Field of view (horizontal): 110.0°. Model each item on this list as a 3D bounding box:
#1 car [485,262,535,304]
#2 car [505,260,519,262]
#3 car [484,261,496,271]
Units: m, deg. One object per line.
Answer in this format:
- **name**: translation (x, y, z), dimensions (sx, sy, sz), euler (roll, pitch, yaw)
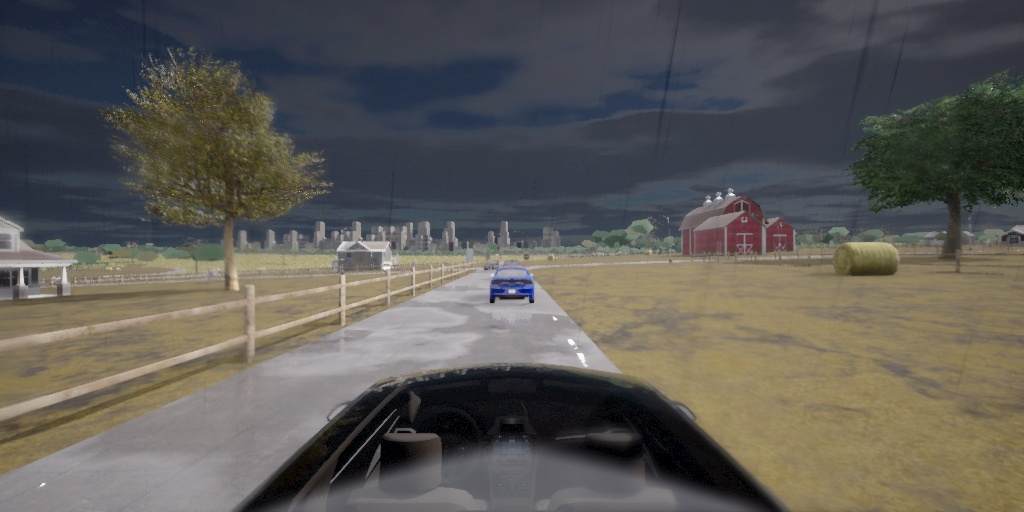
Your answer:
- **car**: translation (0.000, 1.237, 16.500), dimensions (1.882, 1.535, 5.008), euler (0, 0, 0)
- **car**: translation (0.000, 1.123, 31.470), dimensions (2.097, 1.767, 4.553), euler (0, 0, 0)
- **car**: translation (-2.750, 1.376, 49.501), dimensions (1.994, 1.385, 4.181), euler (0, 0, 0)
